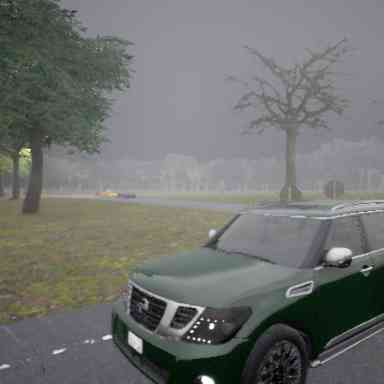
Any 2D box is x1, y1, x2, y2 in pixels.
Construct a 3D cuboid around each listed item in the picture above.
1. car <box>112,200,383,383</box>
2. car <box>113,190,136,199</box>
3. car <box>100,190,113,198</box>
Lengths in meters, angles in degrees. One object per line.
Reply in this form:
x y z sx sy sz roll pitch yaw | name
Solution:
1.657 1.172 5.052 5.566 2.045 2.150 -1 0 -35 | car
-10.992 0.393 55.711 1.994 1.385 4.181 1 0 -35 | car
-15.570 0.276 61.996 1.882 1.535 5.008 1 -1 -36 | car
